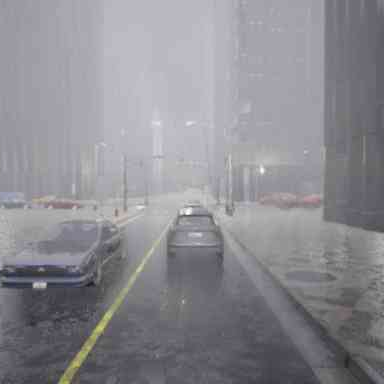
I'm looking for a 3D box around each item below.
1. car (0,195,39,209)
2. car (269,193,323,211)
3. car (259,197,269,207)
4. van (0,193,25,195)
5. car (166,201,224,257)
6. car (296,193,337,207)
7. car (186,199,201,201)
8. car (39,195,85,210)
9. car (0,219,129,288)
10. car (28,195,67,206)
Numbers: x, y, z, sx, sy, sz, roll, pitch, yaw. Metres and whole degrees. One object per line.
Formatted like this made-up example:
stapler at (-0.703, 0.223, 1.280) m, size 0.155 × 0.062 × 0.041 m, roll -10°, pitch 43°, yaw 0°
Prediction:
car at (-20.422, 1.375, 38.923) m, size 4.403 × 1.369 × 2.008 m, roll 0°, pitch 1°, yaw 0°
car at (12.144, 1.287, 39.001) m, size 5.009 × 1.841 × 2.192 m, roll 0°, pitch 1°, yaw 0°
car at (12.134, 1.113, 47.524) m, size 5.009 × 1.841 × 2.192 m, roll 0°, pitch 1°, yaw 0°
van at (-25.955, 0.969, 47.433) m, size 3.998 × 1.788 × 1.690 m, roll 0°, pitch 1°, yaw 0°
car at (0.105, 1.368, 12.630) m, size 2.033 × 1.649 × 4.856 m, roll 0°, pitch 1°, yaw 0°
car at (17.777, 1.142, 47.538) m, size 5.009 × 1.841 × 2.192 m, roll 0°, pitch 1°, yaw 0°
car at (0.111, 1.381, 27.301) m, size 1.837 × 1.490 × 4.892 m, roll 0°, pitch 0°, yaw 0°
car at (-14.897, 1.393, 38.938) m, size 4.507 × 1.381 × 1.887 m, roll 0°, pitch 1°, yaw 0°
car at (-3.088, 1.498, 9.417) m, size 2.033 × 1.411 × 5.357 m, roll 0°, pitch 0°, yaw 0°
car at (-20.601, 1.175, 47.448) m, size 4.829 × 1.417 × 1.752 m, roll 0°, pitch 1°, yaw 0°
